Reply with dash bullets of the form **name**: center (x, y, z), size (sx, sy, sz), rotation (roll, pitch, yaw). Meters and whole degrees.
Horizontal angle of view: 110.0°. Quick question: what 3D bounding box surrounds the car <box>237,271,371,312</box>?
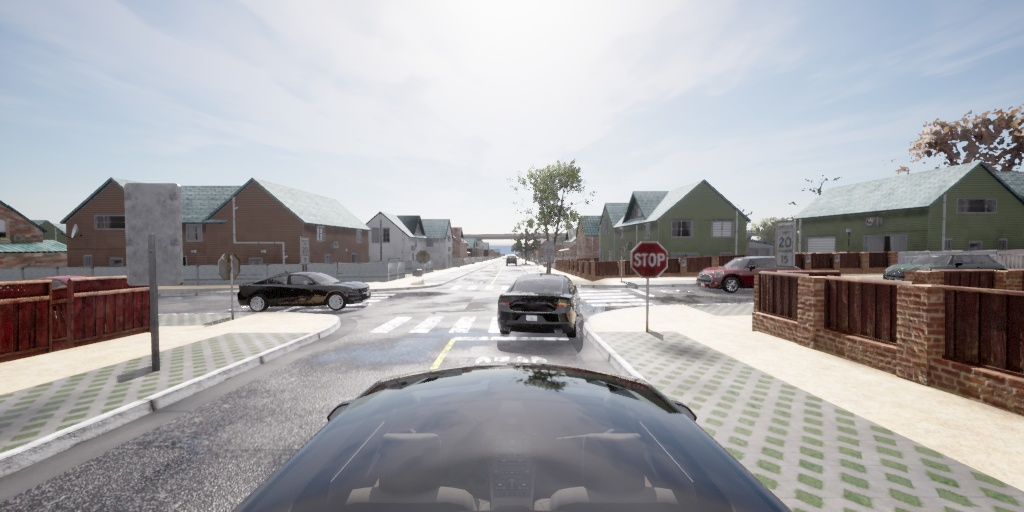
- **car**: center (-8.485, 1.376, 14.866), size (5.008, 1.535, 1.882), rotation (-1, 2, 0)

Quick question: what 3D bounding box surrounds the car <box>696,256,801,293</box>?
- **car**: center (11.786, 0.820, 17.975), size (4.553, 1.767, 2.097), rotation (-1, 2, 0)

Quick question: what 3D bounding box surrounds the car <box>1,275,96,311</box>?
- **car**: center (-18.038, 1.546, 14.791), size (5.008, 1.535, 1.882), rotation (-1, 2, 0)

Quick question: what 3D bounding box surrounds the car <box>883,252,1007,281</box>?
- **car**: center (21.681, 0.645, 18.059), size (4.553, 1.767, 2.097), rotation (-1, 2, 0)

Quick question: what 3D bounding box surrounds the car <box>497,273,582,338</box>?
- **car**: center (0.947, 1.224, 10.351), size (1.882, 1.535, 5.008), rotation (0, 0, 12)
